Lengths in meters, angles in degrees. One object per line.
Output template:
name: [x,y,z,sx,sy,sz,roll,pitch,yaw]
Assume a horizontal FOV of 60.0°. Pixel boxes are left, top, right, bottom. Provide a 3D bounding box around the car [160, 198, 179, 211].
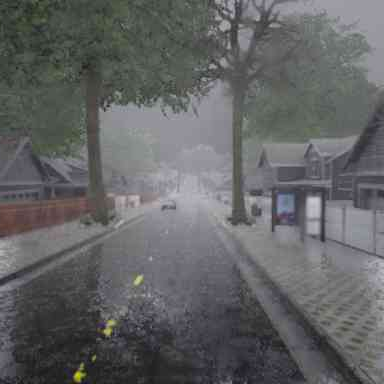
car: [-2.728,1.523,40.920,1.837,1.490,4.892,0,0,0]
